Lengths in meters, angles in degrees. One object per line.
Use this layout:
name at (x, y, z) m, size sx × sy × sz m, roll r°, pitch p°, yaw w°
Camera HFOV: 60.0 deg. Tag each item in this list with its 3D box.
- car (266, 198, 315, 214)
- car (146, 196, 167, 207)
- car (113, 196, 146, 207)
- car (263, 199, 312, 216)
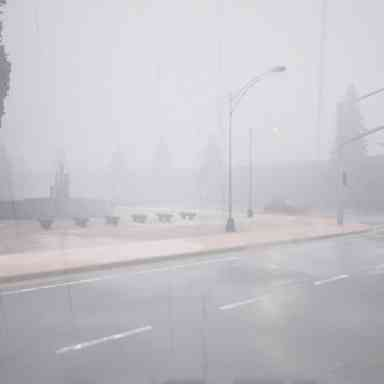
car at (10.620, 1.503, 36.205) m, size 1.837 × 1.490 × 4.892 m, roll 0°, pitch 0°, yaw -37°
car at (-6.220, 1.350, 52.153) m, size 4.553 × 1.767 × 2.097 m, roll 0°, pitch 0°, yaw 28°
car at (-10.164, 1.546, 50.335) m, size 5.357 × 1.411 × 2.033 m, roll 0°, pitch 0°, yaw 25°
car at (9.067, 1.525, 32.452) m, size 1.812 × 1.442 × 4.674 m, roll 0°, pitch 0°, yaw -36°
